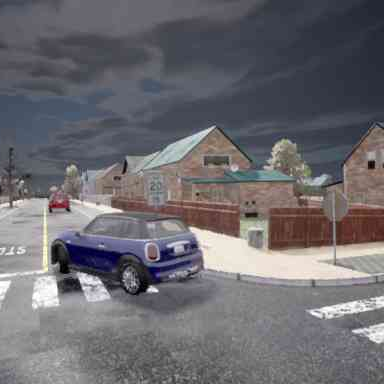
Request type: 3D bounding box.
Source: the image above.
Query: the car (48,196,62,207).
[{"bbox_3d":[-22.212,1.498,53.886,1.837,1.490,4.892,-2,0,-24],"label":"car"}]

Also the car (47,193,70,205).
[{"bbox_3d":[-15.325,1.191,38.281,2.150,2.045,5.566,-2,1,-24],"label":"car"}]

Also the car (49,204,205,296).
[{"bbox_3d":[-1.905,1.332,9.018,4.553,1.767,2.097,0,1,40],"label":"car"}]
